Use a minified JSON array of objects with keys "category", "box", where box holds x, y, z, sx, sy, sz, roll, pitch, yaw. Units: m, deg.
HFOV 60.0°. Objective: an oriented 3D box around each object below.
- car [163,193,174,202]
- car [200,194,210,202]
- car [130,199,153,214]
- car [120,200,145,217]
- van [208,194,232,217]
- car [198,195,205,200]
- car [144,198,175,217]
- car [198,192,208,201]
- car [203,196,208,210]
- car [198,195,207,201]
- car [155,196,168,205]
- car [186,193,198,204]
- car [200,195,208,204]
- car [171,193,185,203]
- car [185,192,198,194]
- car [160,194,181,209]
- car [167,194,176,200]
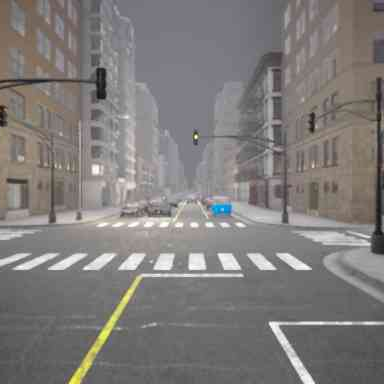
[{"category":"car","box":[-5.402,1.187,75.757,2.192,1.841,5.009,0,0,0]},{"category":"car","box":[2.625,1.325,70.082,1.967,1.590,4.097,0,0,0]},{"category":"car","box":[-5.394,1.493,35.984,1.887,1.381,4.507,0,0,0]},{"category":"car","box":[-5.394,1.507,30.303,2.008,1.369,4.403,0,0,0]},{"category":"van","box":[2.632,1.298,30.313,1.690,1.788,3.998,0,0,0]},{"category":"car","box":[2.620,1.402,92.807,1.947,1.339,4.313,0,0,0]},{"category":"car","box":[-2.844,1.519,30.240,1.994,1.385,4.181,0,0,0]},{"category":"car","box":[2.627,1.224,58.719,2.192,1.841,5.009,0,0,0]},{"category":"car","box":[2.630,1.522,41.675,1.802,1.307,4.206,0,0,0]},{"category":"car","box":[2.622,1.411,81.444,2.008,1.369,4.403,0,0,0]},{"category":"car","box":[-5.398,1.474,58.712,1.947,1.339,4.313,0,0,0]},{"category":"car","box":[-0.011,1.453,60.025,2.033,1.411,5.357,0,0,0]},{"category":"car","box":[2.628,1.503,53.038,1.802,1.307,4.206,0,0,0]},{"category":"car","box":[-2.762,1.444,64.620,1.837,1.490,4.892,0,0,0]},{"category":"car","box":[-0.013,1.304,70.444,1.882,1.535,5.008,0,0,0]},{"category":"car","box":[-2.840,1.412,45.233,1.882,1.535,5.008,0,1,0]},{"category":"car","box":[-5.404,1.288,87.121,1.967,1.590,4.097,0,0,0]}]
